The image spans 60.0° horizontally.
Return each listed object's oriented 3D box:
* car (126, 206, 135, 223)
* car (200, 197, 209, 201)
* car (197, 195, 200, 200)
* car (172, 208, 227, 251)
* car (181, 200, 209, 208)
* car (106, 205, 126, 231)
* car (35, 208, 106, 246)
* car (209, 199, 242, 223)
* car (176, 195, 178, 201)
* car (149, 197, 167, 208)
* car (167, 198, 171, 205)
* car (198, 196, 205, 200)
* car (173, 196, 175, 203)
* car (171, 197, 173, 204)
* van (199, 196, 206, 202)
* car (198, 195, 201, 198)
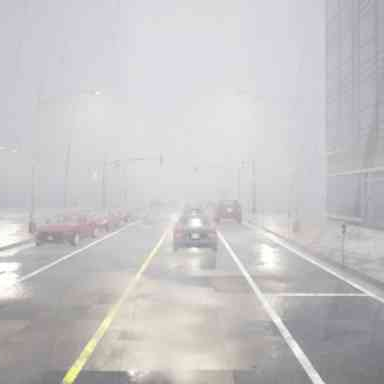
[{"bbox_3d":[-5.717,1.750,26.924,1.802,1.307,4.206,0,0,0],"label":"car"},{"bbox_3d":[2.853,1.894,53.782,2.008,1.369,4.403,0,0,0],"label":"car"},{"bbox_3d":[2.909,2.129,87.598,2.008,1.369,4.403,0,0,0],"label":"car"},{"bbox_3d":[0.124,1.638,14.439,2.033,1.411,5.357,0,0,0],"label":"car"},{"bbox_3d":[0.140,1.664,27.706,2.128,1.511,4.902,0,0,0],"label":"car"},{"bbox_3d":[-5.727,1.715,21.305,1.802,1.307,4.206,0,0,0],"label":"car"},{"bbox_3d":[-5.736,1.643,15.687,1.887,1.381,4.507,0,0,0],"label":"car"},{"bbox_3d":[2.808,1.483,26.931,2.192,1.841,5.009,0,0,0],"label":"car"},{"bbox_3d":[-5.606,2.202,93.232,1.802,1.307,4.206,0,0,0],"label":"car"},{"bbox_3d":[-5.673,1.659,53.779,2.192,1.841,5.009,0,0,0],"label":"car"},{"bbox_3d":[-5.654,1.944,64.880,1.752,1.417,4.829,0,0,0],"label":"car"},{"bbox_3d":[2.881,2.003,70.690,1.887,1.381,4.507,0,0,0],"label":"car"},{"bbox_3d":[-5.634,2.064,76.322,1.947,1.339,4.313,0,0,0],"label":"car"},{"bbox_3d":[-5.644,2.003,70.686,1.887,1.381,4.507,0,0,0],"label":"car"},{"bbox_3d":[2.918,1.961,93.236,1.690,1.788,3.998,0,0,0],"label":"van"},{"bbox_3d":[2.891,2.042,76.326,1.887,1.381,4.507,0,0,0],"label":"car"}]
